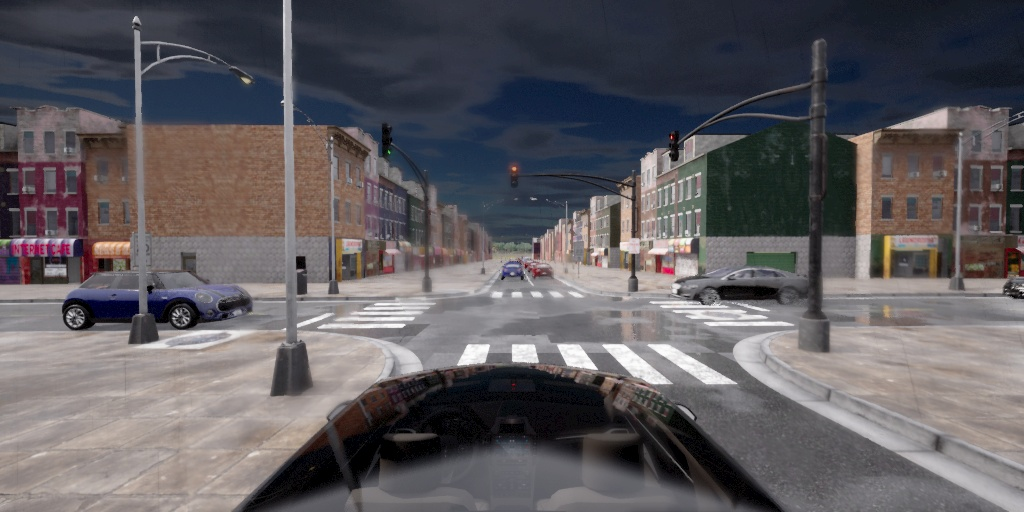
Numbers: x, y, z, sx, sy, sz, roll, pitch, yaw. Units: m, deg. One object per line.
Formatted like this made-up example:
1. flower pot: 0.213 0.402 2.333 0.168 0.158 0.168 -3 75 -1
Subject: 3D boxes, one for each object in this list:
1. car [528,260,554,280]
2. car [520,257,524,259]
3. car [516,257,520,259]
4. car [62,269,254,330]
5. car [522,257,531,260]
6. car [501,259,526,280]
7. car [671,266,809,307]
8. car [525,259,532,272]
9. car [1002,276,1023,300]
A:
1. car: 2.697 1.292 31.655 1.888 1.381 4.507 0 0 0
2. car: 2.753 1.188 59.318 1.967 1.591 4.097 0 0 0
3. car: 0.223 1.225 61.918 1.882 1.535 5.008 0 0 0
4. car: -10.791 1.203 11.184 4.553 1.767 2.097 0 1 0
5. car: 2.742 1.293 53.785 1.888 1.381 4.507 0 0 0
6. car: 0.081 1.272 31.651 1.812 1.442 4.674 0 0 1
7. car: 9.059 1.147 14.388 4.902 1.511 2.128 0 1 4
8. car: 2.720 1.329 42.720 1.802 1.307 4.207 0 0 0
9. car: 22.500 1.101 14.058 4.892 1.490 1.837 0 1 0
